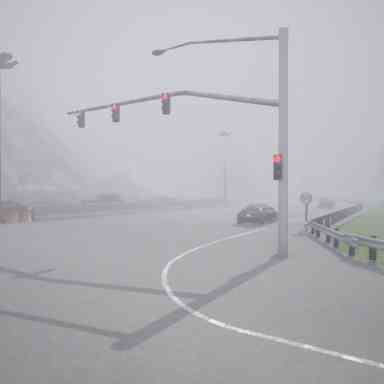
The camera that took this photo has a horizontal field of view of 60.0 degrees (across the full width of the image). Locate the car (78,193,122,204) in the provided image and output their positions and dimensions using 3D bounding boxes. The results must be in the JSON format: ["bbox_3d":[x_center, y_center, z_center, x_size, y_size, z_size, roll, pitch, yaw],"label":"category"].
[{"bbox_3d":[-10.642,1.162,39.070,2.150,2.045,5.566,0,0,33],"label":"car"}]

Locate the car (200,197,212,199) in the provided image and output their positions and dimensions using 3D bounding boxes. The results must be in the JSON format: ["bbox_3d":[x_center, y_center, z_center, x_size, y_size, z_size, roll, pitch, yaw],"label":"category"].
[{"bbox_3d":[2.419,1.544,61.290,1.895,1.301,4.718,0,0,24],"label":"car"}]

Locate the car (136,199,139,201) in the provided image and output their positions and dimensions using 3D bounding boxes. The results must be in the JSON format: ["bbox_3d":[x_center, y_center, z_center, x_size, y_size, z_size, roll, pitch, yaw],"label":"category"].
[{"bbox_3d":[-8.569,1.522,62.558,1.895,1.301,4.718,0,0,27],"label":"car"}]

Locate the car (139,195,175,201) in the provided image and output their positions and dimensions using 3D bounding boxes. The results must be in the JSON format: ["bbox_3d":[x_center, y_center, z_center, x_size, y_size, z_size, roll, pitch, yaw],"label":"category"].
[{"bbox_3d":[-4.980,1.293,48.091,2.097,1.767,4.553,0,0,32],"label":"car"}]

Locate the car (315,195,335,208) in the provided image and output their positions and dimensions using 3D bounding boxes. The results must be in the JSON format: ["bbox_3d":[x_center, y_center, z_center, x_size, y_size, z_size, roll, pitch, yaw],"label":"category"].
[{"bbox_3d":[19.292,1.536,47.432,2.033,1.411,5.357,0,0,27],"label":"car"}]

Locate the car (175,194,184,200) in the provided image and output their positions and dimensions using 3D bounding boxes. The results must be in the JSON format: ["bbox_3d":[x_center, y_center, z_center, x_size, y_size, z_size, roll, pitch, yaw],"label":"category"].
[{"bbox_3d":[-3.205,1.192,77.054,2.033,1.411,5.357,0,0,14],"label":"car"}]

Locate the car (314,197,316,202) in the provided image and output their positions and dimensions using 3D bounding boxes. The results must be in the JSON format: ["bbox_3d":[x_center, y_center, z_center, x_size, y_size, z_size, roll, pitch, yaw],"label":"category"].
[{"bbox_3d":[28.096,1.481,72.896,1.837,1.490,4.892,0,0,7],"label":"car"}]

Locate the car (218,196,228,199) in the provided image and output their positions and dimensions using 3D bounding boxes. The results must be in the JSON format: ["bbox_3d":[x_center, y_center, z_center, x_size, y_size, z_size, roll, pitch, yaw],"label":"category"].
[{"bbox_3d":[7.162,1.483,75.306,1.994,1.385,4.181,0,0,14],"label":"car"}]

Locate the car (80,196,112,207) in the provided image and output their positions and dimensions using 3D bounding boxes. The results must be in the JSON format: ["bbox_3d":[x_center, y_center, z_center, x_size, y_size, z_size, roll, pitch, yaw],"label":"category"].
[{"bbox_3d":[-14.916,1.445,51.939,1.812,1.442,4.674,0,0,32],"label":"car"}]

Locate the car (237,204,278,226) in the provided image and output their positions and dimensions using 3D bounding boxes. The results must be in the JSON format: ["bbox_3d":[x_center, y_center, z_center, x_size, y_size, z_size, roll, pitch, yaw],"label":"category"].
[{"bbox_3d":[4.805,1.547,23.777,1.994,1.385,4.181,0,0,32],"label":"car"}]

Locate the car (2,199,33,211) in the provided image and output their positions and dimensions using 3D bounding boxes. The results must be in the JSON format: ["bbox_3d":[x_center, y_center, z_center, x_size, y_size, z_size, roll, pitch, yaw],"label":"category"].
[{"bbox_3d":[-16.988,1.442,29.141,1.837,1.490,4.892,0,0,33],"label":"car"}]

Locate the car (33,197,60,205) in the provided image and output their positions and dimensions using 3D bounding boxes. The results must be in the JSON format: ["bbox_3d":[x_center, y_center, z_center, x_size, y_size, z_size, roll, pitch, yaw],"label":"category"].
[{"bbox_3d":[-19.907,1.409,44.062,2.128,1.511,4.902,0,0,33],"label":"car"}]
